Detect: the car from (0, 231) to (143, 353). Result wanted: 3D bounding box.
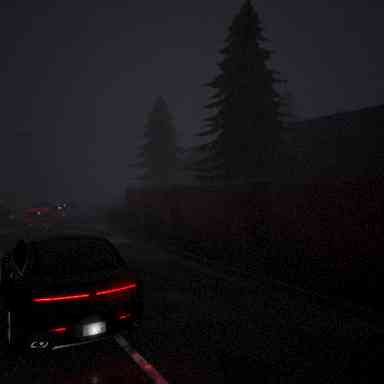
[{"bbox_3d":[-2.516,1.505,6.333,1.837,1.490,4.892,0,0,-32],"label":"car"}]

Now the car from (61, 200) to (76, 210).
[{"bbox_3d":[-15.865,1.597,41.493,1.895,1.301,4.718,0,0,-6],"label":"car"}]

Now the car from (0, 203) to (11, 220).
[{"bbox_3d":[-16.624,1.554,27.744,1.994,1.385,4.181,0,0,-15],"label":"car"}]

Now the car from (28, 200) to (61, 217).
[{"bbox_3d":[-14.031,1.596,31.545,1.895,1.301,4.718,0,0,-13],"label":"car"}]
